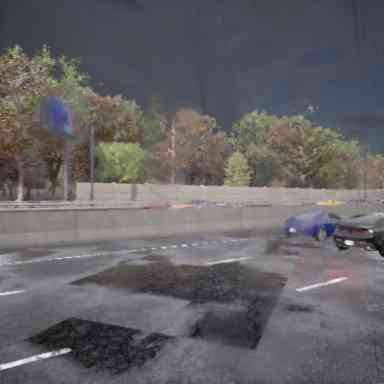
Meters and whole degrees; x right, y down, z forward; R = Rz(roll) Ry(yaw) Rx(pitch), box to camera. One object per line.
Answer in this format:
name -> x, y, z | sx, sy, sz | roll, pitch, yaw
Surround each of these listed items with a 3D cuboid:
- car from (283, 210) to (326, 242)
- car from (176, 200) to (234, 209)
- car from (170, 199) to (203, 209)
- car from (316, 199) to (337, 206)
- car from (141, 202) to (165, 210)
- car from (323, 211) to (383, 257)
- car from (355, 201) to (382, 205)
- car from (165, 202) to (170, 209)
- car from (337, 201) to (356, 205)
car -> 6.649, 1.663, 17.083 | 4.674, 1.442, 1.812 | 1, 0, -35
car -> 1.551, 1.644, 26.584 | 4.902, 1.511, 2.128 | 1, 0, -35
car -> 0.852, 1.659, 30.380 | 4.902, 1.511, 2.128 | 1, 0, -35
car -> 22.221, 1.977, 54.126 | 5.008, 1.535, 1.882 | 0, 0, -35
car -> -3.104, 1.771, 36.159 | 4.718, 1.301, 1.895 | 1, 0, -35
car -> 7.714, 1.631, 13.542 | 4.892, 1.490, 1.837 | 1, 0, -35
car -> 26.363, 2.101, 48.465 | 4.718, 1.301, 1.895 | 1, 0, -35
car -> -0.020, 1.534, 34.054 | 4.553, 1.767, 2.097 | 1, 0, -35
car -> 25.203, 2.073, 51.931 | 4.181, 1.385, 1.994 | 0, 0, -35
